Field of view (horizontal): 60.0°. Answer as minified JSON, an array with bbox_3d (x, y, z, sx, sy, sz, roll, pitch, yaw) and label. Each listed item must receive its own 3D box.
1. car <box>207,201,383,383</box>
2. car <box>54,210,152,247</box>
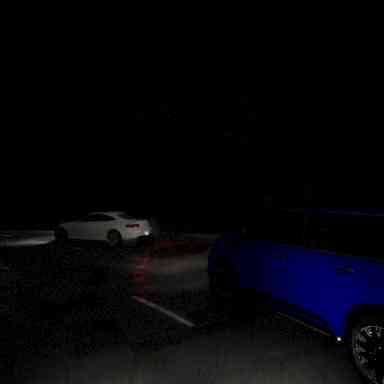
[{"bbox_3d":[2.294,1.153,5.328,2.150,2.045,5.566,0,0,-25],"label":"car"},{"bbox_3d":[-4.048,1.564,15.084,4.674,1.442,1.812,-1,0,24],"label":"car"}]
